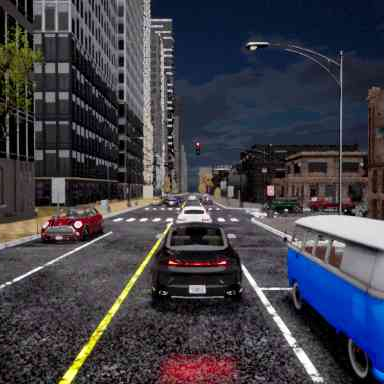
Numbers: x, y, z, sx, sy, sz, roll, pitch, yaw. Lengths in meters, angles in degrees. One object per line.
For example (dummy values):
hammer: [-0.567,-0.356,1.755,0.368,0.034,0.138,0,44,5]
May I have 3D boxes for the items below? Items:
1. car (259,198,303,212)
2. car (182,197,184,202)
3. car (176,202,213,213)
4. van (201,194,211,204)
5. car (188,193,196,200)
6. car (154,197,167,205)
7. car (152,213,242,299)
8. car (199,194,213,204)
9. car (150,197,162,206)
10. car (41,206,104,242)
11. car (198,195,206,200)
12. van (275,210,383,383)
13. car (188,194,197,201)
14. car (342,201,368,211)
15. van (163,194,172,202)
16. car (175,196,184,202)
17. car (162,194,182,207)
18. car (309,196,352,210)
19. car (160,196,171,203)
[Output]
car: [9.789,1.424,36.810,4.553,1.767,2.097,1,1,-1]
car: [-2.979,1.509,65.365,1.812,1.442,4.674,0,0,1]
car: [0.111,1.520,18.770,1.812,1.442,4.674,0,0,0]
van: [2.736,1.325,65.387,1.690,1.788,3.998,-1,0,0]
car: [0.085,1.257,91.058,2.097,1.767,4.553,0,0,0]
car: [-5.613,1.551,59.805,1.947,1.339,4.313,-1,0,0]
car: [0.105,1.502,8.414,1.837,1.490,4.892,0,0,0]
car: [2.733,1.425,59.743,1.967,1.590,4.097,-1,0,0]
car: [-5.789,1.512,53.992,1.752,1.417,4.829,-1,0,0]
car: [-5.688,1.435,16.214,1.967,1.590,4.097,-1,0,0]
car: [2.766,1.531,93.607,2.008,1.369,4.403,-1,0,0]
van: [2.680,1.340,5.122,1.690,1.788,3.998,-1,0,0]
car: [0.075,1.504,81.055,1.812,1.442,4.674,0,0,0]
car: [16.446,1.793,31.065,4.313,1.339,1.947,1,0,1]
van: [-5.600,1.323,76.738,1.690,1.788,3.998,-1,0,0]
car: [-2.927,1.535,76.799,1.994,1.385,4.181,0,0,0]
car: [-3.042,1.478,52.082,2.128,1.511,4.902,0,0,0]
car: [16.563,1.411,39.441,5.009,1.841,2.192,1,0,1]
car: [-5.602,1.549,71.094,1.947,1.339,4.313,-1,0,0]
